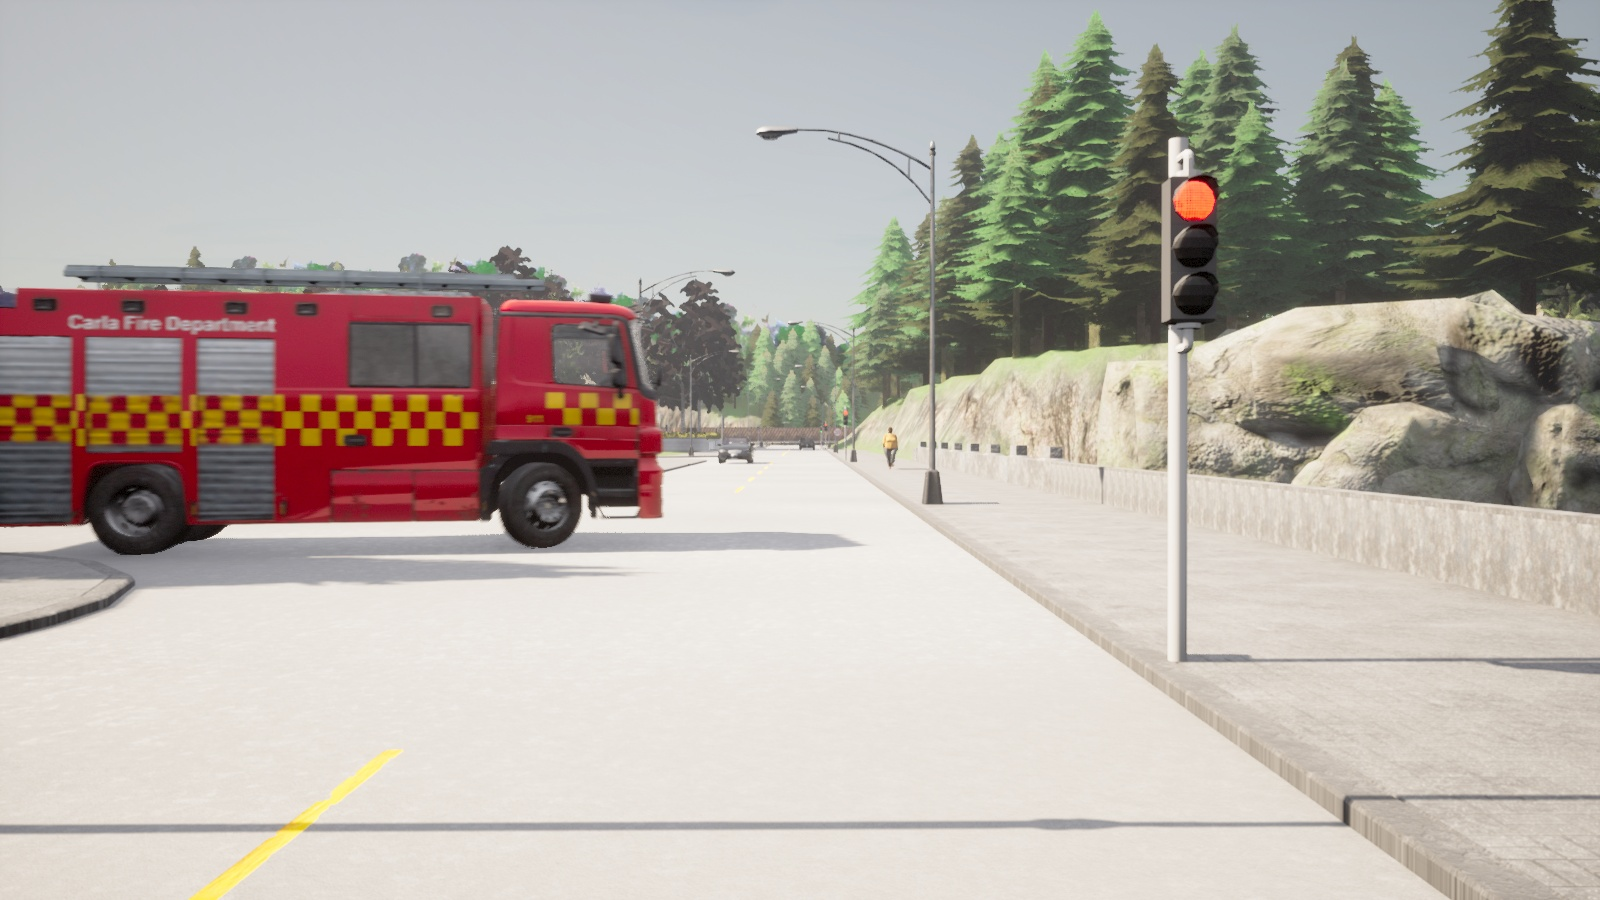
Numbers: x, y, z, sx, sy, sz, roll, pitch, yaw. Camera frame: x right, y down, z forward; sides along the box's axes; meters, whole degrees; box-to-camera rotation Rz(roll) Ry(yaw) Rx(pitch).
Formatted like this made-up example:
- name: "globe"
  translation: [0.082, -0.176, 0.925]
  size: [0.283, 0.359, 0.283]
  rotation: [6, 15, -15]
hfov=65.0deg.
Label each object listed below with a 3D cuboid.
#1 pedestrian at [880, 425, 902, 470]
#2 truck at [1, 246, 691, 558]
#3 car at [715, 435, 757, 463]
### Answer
- name: "pedestrian"
  translation: [3.845, -0.113, 53.066]
  size: [0.874, 1.855, 0.900]
  rotation: [0, 1, 0]
- name: "truck"
  translation: [-5.920, -0.615, 17.663]
  size: [8.468, 3.827, 2.891]
  rotation: [0, 1, -11]
- name: "car"
  translation: [-3.565, -0.060, 70.479]
  size: [2.128, 1.511, 4.902]
  rotation: [0, 1, 0]
